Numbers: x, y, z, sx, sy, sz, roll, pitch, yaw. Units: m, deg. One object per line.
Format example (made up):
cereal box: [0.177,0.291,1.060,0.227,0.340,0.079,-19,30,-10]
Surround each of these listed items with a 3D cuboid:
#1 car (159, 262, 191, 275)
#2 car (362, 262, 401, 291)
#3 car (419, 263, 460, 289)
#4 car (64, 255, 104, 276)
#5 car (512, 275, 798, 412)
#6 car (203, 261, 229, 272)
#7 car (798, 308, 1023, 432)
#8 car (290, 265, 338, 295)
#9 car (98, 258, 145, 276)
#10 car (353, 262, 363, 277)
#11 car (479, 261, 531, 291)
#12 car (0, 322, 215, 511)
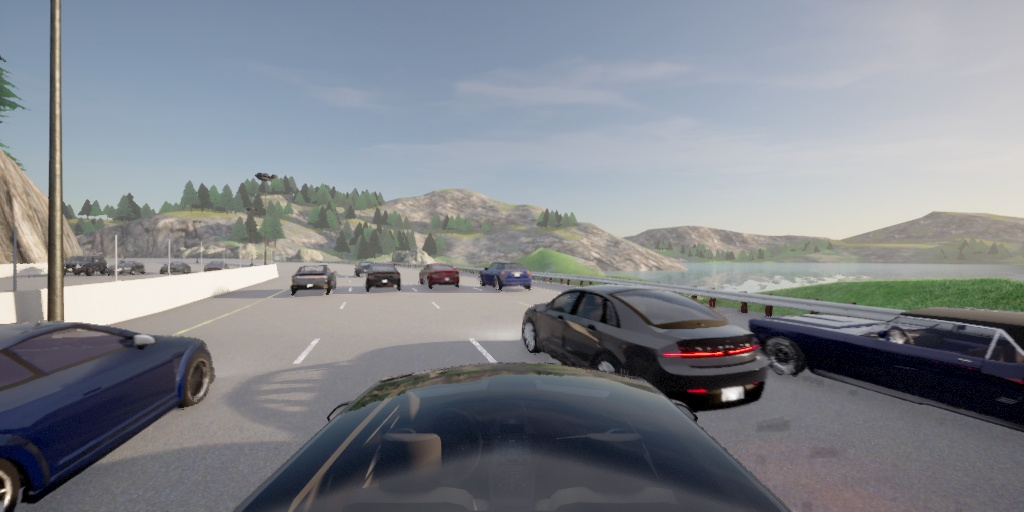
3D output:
car: [-37.141,1.306,39.650,1.994,1.385,4.181,0,0,-32]
car: [-7.976,1.223,21.968,1.882,1.535,5.008,0,0,-23]
car: [-4.845,1.223,23.525,1.882,1.535,5.008,0,0,-23]
car: [-43.190,0.951,36.133,2.150,2.045,5.566,0,0,-33]
car: [1.667,1.253,6.207,1.837,1.490,4.892,0,0,-18]
car: [-34.198,1.289,41.548,2.033,1.411,5.357,0,0,-32]
car: [5.808,1.350,4.794,1.895,1.301,4.718,0,0,-17]
car: [-10.869,1.239,19.834,2.128,1.511,4.902,0,0,-23]
car: [-39.477,1.235,36.747,2.128,1.511,4.902,0,0,-32]
car: [-14.692,1.269,35.923,1.812,1.442,4.674,0,0,-28]
car: [-0.527,1.099,22.267,2.097,1.767,4.553,0,0,-22]
car: [-4.770,1.313,3.339,1.994,1.385,4.181,0,0,-18]
